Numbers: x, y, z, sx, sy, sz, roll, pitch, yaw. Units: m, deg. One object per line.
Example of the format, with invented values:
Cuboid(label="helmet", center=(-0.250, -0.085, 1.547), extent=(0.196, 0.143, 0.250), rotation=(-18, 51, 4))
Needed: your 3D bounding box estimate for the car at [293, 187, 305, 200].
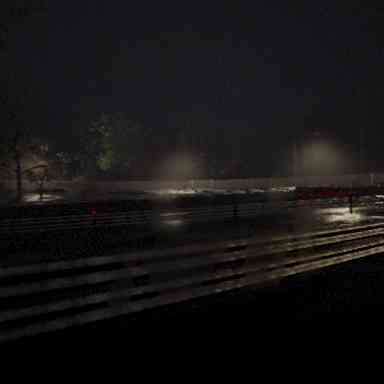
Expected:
Cuboid(label="car", center=(14.882, 0.322, 39.891), extent=(5.566, 2.045, 2.150), rotation=(-3, 2, -14))

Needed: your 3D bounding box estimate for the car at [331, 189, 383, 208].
Cuboid(label="car", center=(16.757, 0.714, 33.145), extent=(4.674, 1.442, 1.812), rotation=(-3, 2, -14))

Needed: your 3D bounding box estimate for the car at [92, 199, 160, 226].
Cuboid(label="car", center=(-5.455, 1.579, 27.566), extent=(5.566, 2.045, 2.150), rotation=(-3, 2, -14))

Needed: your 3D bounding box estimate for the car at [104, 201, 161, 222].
Cuboid(label="car", center=(-5.567, 1.749, 31.150), extent=(5.008, 1.535, 1.882), rotation=(-3, 2, -14))

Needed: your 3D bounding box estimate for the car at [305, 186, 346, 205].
Cuboid(label="car", center=(15.809, 0.366, 36.515), extent=(5.566, 2.045, 2.150), rotation=(-3, 2, -14))
